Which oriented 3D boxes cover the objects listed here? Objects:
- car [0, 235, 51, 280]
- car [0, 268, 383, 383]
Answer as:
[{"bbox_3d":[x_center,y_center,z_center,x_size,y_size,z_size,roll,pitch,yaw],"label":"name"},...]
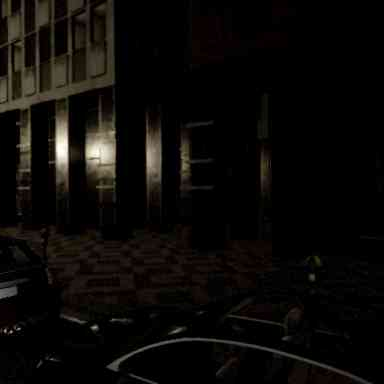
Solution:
[{"bbox_3d":[-4.174,1.417,5.679,4.097,1.590,1.967,0,0,33],"label":"car"},{"bbox_3d":[0.514,1.530,2.610,4.403,1.369,2.008,0,0,33],"label":"car"}]
